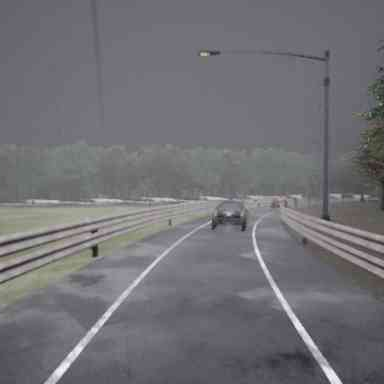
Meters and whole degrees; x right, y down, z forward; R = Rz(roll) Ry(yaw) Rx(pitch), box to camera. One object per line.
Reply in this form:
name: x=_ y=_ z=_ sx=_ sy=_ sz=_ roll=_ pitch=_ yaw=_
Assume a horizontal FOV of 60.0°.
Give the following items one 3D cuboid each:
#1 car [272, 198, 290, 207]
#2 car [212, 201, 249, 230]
car: x=13.323 y=1.564 z=49.733 sx=1.812 sy=1.442 sz=4.674 roll=0 pitch=0 yaw=30
car: x=2.609 y=1.368 z=21.732 sx=2.097 sy=1.767 sz=4.553 roll=1 pitch=0 yaw=12
